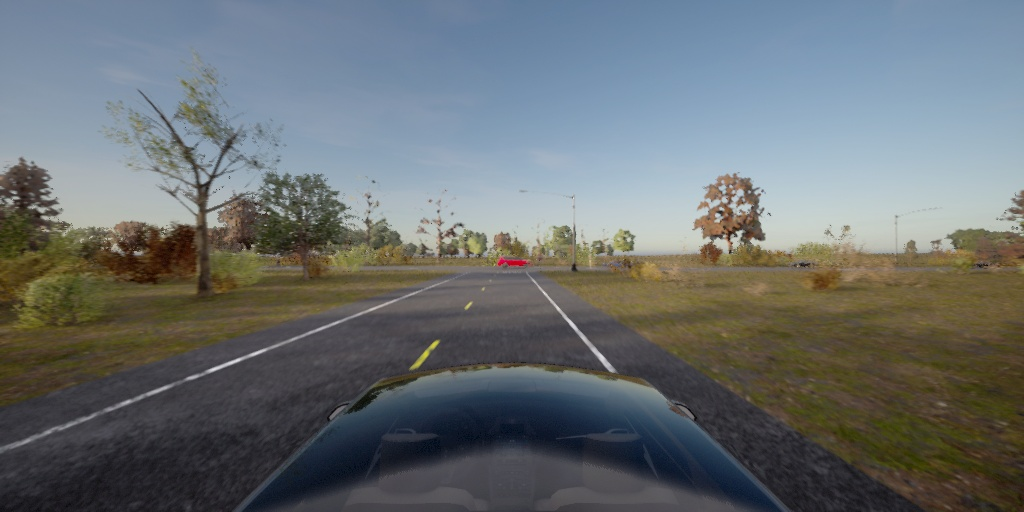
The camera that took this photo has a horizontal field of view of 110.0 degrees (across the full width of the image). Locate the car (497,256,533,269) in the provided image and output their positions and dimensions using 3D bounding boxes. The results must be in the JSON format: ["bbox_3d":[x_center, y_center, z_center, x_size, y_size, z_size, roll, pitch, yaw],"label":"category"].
[{"bbox_3d":[0.456,0.991,56.059,5.566,2.045,2.150,0,0,-1],"label":"car"}]
